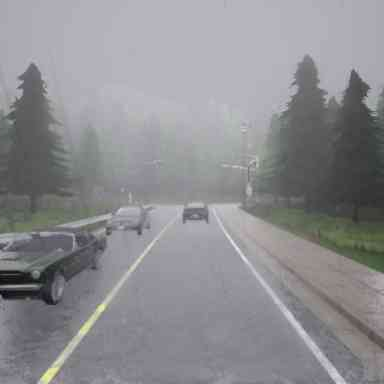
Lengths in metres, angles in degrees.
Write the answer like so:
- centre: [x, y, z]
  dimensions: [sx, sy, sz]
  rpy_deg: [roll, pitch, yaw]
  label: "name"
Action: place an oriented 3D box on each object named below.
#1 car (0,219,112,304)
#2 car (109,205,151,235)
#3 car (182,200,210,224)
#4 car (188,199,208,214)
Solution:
- centre: [-3.571, 1.590, 8.220]
  dimensions: [1.895, 1.301, 4.718]
  rpy_deg: [0, 0, 0]
  label: "car"
- centre: [-3.438, 1.501, 18.788]
  dimensions: [1.812, 1.442, 4.674]
  rpy_deg: [0, 0, 2]
  label: "car"
- centre: [0.333, 1.447, 24.878]
  dimensions: [1.882, 1.535, 5.008]
  rpy_deg: [0, 0, 3]
  label: "car"
- centre: [0.679, 1.520, 35.356]
  dimensions: [1.994, 1.385, 4.181]
  rpy_deg: [0, 0, 2]
  label: "car"
